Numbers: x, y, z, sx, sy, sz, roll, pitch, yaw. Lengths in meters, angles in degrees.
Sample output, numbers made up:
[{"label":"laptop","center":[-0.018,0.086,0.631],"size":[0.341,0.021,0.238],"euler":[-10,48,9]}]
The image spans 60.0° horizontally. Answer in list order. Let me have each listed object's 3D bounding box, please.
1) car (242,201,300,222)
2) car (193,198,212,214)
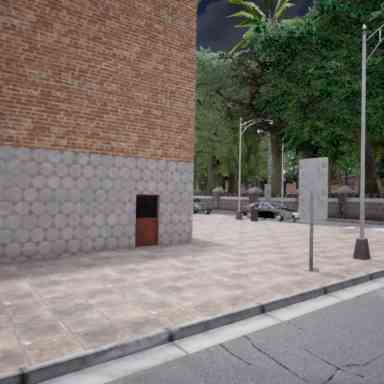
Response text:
[{"label":"car","center":[5.977,1.480,25.543],"size":[2.128,1.511,4.902],"euler":[2,-1,-36]},{"label":"car","center":[0.042,1.335,33.759],"size":[2.097,1.767,4.553],"euler":[2,-1,-36]}]
